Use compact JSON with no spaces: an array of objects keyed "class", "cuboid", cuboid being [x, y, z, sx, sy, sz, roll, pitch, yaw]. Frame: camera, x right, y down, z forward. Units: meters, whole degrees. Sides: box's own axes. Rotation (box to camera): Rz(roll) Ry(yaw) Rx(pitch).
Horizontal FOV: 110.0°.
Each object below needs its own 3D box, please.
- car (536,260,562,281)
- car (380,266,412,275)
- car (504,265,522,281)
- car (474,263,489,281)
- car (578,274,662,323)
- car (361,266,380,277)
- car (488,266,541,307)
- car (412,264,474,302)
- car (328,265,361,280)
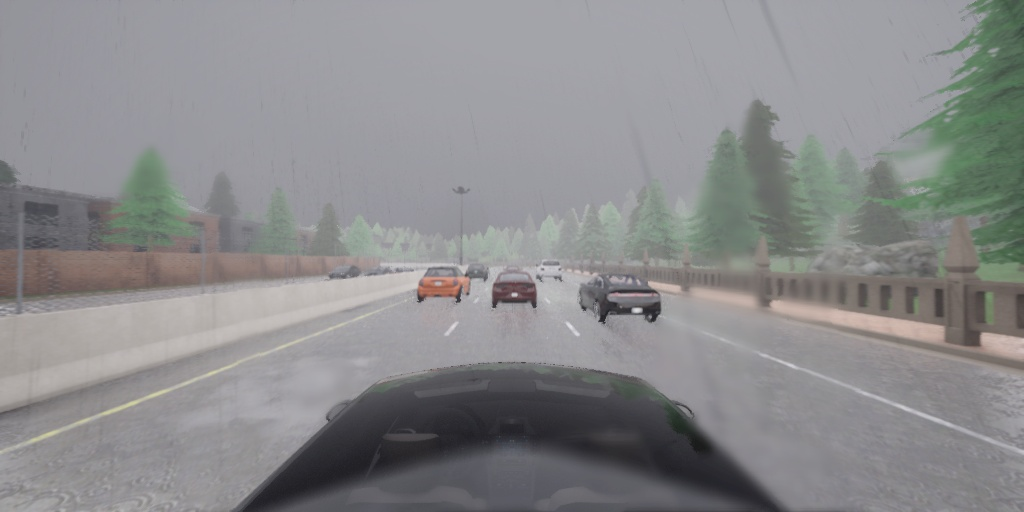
[{"class":"car","cuboid":[3.604,1.394,35.343,2.150,2.045,5.566,0,-1,0]},{"class":"car","cuboid":[-10.595,1.761,34.255,1.895,1.301,4.718,0,-1,0]},{"class":"car","cuboid":[0.089,1.721,37.185,1.812,1.442,4.674,0,-1,0]},{"class":"car","cuboid":[-3.397,1.531,35.872,2.097,1.767,4.553,0,-1,0]},{"class":"car","cuboid":[3.601,1.380,12.740,2.128,1.511,4.902,0,-1,0]},{"class":"car","cuboid":[-14.090,1.778,38.508,1.994,1.385,4.181,0,-1,0]},{"class":"car","cuboid":[0.101,1.415,16.616,1.882,1.535,5.008,0,-1,0]},{"class":"car","cuboid":[-3.399,1.315,18.656,2.097,1.767,4.553,0,-1,0]},{"class":"car","cuboid":[-17.590,1.714,38.103,1.837,1.490,4.892,0,-1,0]}]
